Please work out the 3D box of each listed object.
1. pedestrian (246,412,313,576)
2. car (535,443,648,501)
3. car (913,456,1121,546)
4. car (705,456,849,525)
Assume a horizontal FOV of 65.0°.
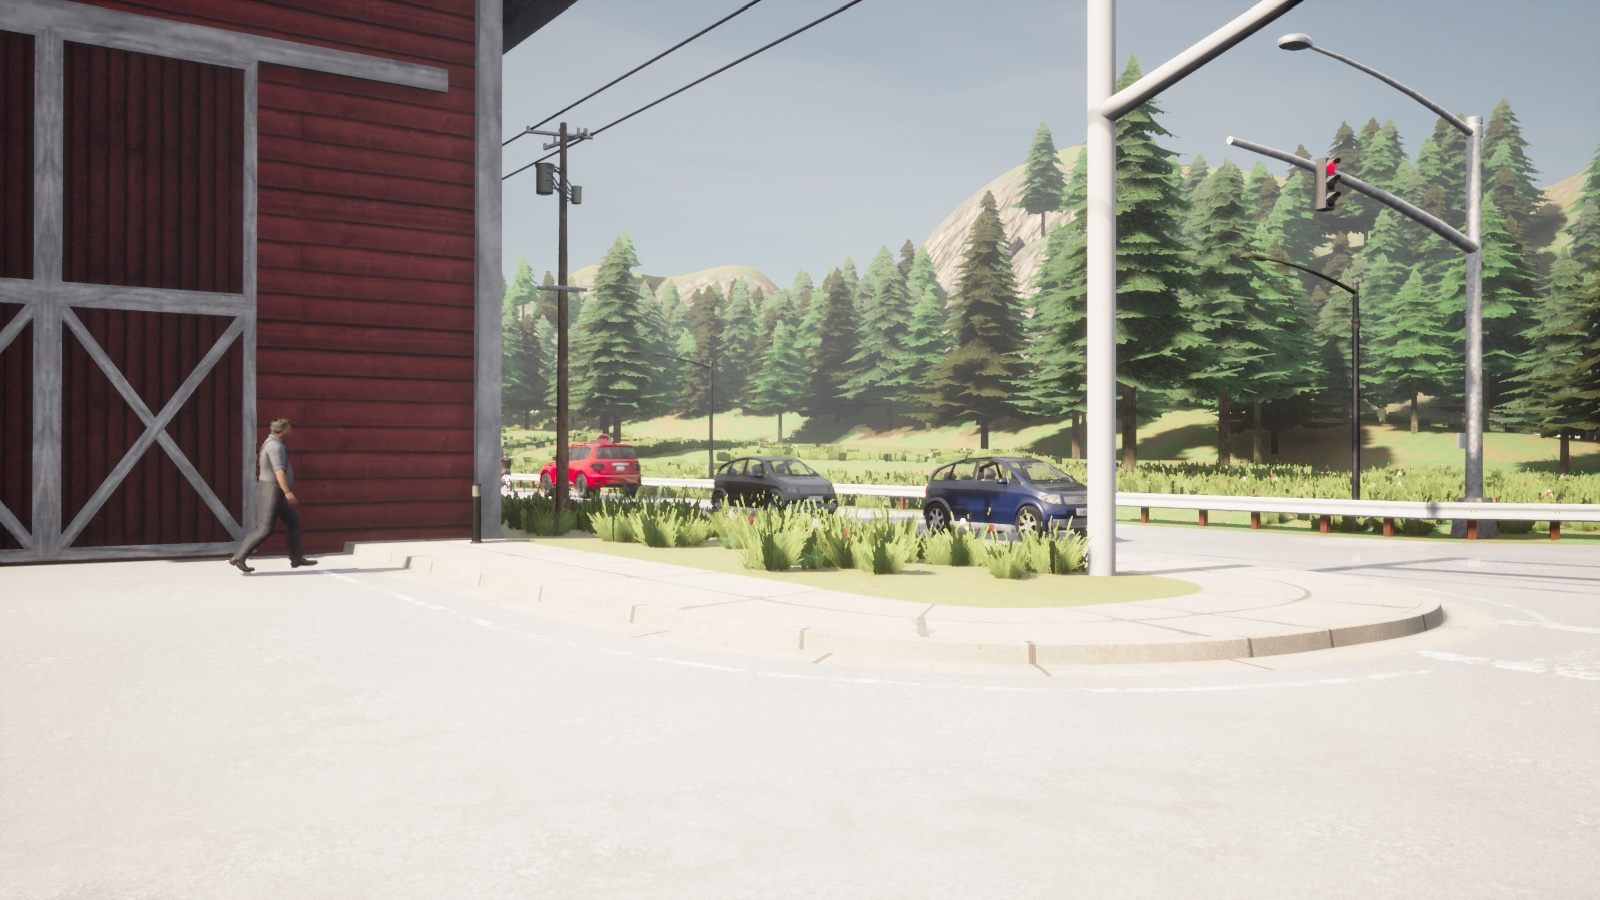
[{"bbox_3d":[-6.041,0.500,14.596,0.694,1.848,0.540,0,0,-19],"label":"pedestrian"},{"bbox_3d":[-8.022,0.811,47.928,2.150,2.045,5.566,0,-1,-34],"label":"car"},{"bbox_3d":[4.008,0.891,23.679,1.789,1.549,3.705,0,0,-34],"label":"car"},{"bbox_3d":[-0.625,0.941,30.594,1.789,1.549,3.705,0,0,-34],"label":"car"}]
